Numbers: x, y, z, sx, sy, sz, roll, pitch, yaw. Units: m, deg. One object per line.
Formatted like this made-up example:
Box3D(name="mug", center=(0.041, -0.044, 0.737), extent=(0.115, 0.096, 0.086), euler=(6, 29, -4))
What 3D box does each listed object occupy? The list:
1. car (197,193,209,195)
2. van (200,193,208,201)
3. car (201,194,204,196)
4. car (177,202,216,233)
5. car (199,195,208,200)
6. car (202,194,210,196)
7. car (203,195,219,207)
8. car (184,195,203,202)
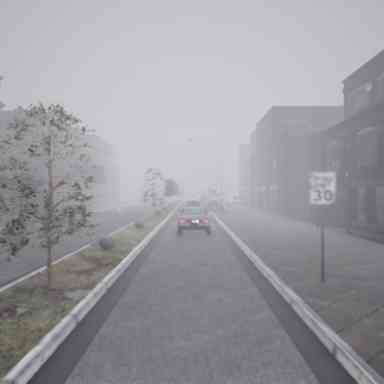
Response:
Box3D(name="car", center=(3.022, 1.226, 74.125), extent=(2.435, 2.045, 5.566), euler=(0, 0, 0))
Box3D(name="van", center=(3.026, 1.253, 85.256), extent=(1.878, 1.987, 4.442), euler=(0, 0, 0))
Box3D(name="car", center=(3.016, 1.529, 57.685), extent=(2.163, 1.488, 4.792), euler=(0, 0, 0))
Box3D(name="car", center=(0.101, 1.562, 19.537), extent=(2.033, 1.411, 5.357), euler=(0, 0, 0))
Box3D(name="car", center=(3.028, 1.488, 90.653), extent=(2.231, 1.521, 4.892), euler=(0, 0, 0))
Box3D(name="car", center=(3.014, 1.506, 52.127), extent=(2.231, 1.521, 4.892), euler=(0, 0, 0))
Box3D(name="car", center=(3.013, 1.509, 46.480), extent=(2.231, 1.521, 4.892), euler=(0, 0, 0))
Box3D(name="car", center=(0.115, 1.534, 42.707), extent=(1.837, 1.490, 4.892), euler=(0, 0, 0))
